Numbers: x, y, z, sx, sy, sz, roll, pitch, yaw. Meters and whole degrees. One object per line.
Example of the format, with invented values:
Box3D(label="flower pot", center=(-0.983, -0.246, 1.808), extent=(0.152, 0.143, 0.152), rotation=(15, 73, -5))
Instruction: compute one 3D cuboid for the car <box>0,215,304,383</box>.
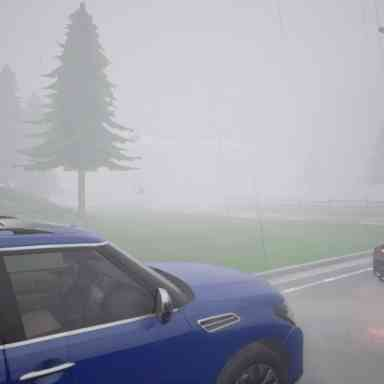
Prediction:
Box3D(label="car", center=(-1.504, 1.222, 2.674), extent=(5.566, 2.045, 2.150), rotation=(0, 0, -35))

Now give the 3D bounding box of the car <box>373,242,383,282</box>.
Box3D(label="car", center=(6.434, 1.505, 8.362), extent=(4.892, 1.490, 1.837), rotation=(0, 0, -35))
